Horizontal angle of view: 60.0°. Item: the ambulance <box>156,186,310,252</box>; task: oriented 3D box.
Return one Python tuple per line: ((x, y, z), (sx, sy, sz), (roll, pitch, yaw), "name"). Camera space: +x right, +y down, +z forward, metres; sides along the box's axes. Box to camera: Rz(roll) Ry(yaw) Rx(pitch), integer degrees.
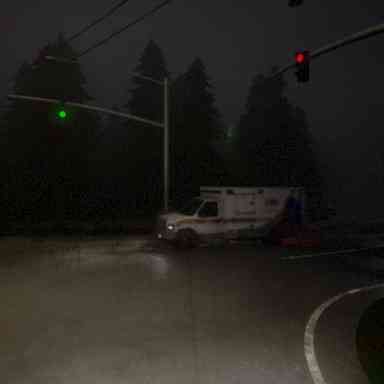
((1.729, 0.997, 13.981), (6.366, 2.431, 2.351), (0, 2, -22), "ambulance")
